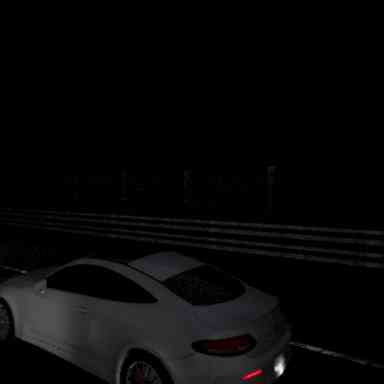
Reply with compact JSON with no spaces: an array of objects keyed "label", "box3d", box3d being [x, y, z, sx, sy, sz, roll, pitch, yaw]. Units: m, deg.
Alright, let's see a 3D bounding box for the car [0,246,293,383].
[{"label":"car","box3d":[-0.996,1.525,4.684,4.674,1.442,1.812,0,0,35]}]
